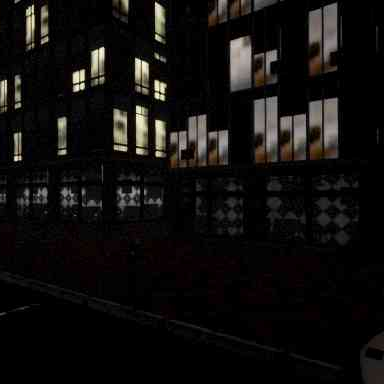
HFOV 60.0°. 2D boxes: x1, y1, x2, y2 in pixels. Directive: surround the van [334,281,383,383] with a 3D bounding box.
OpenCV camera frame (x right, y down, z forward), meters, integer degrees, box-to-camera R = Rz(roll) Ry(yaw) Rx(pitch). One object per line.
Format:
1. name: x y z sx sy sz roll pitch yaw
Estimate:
1. van: 2.538 1.341 1.074 3.998 1.788 1.690 0 0 35
